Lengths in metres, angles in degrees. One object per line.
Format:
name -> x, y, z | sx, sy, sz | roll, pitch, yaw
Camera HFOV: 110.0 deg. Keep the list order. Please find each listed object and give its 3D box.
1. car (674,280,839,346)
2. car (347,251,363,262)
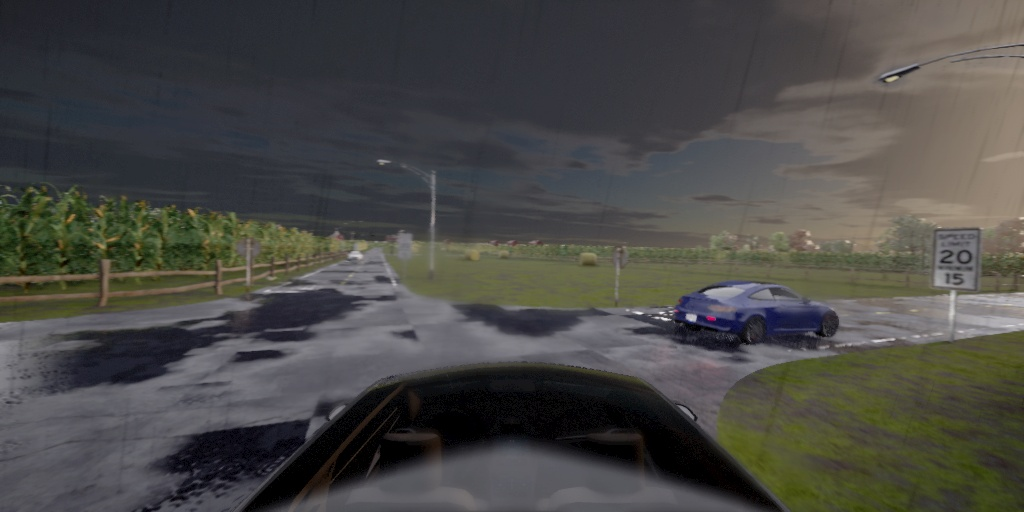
car -> 6.527, 1.388, 9.615 | 4.674, 1.442, 1.812 | 1, 1, -21
car -> -23.454, 0.051, 53.736 | 1.812, 1.442, 4.674 | 1, 1, -20
